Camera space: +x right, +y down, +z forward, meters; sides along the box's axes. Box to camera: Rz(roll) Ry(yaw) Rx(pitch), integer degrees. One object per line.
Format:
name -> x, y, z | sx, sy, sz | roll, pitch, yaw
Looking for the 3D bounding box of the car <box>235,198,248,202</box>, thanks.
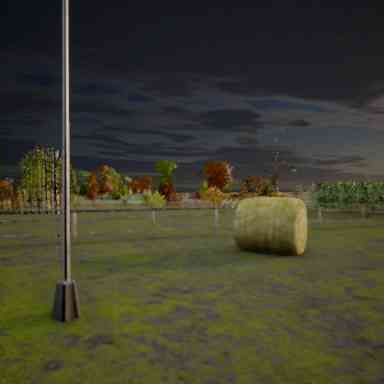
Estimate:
car -> 9.956, 1.647, 59.890 | 4.674, 1.442, 1.812 | 0, 0, -22
